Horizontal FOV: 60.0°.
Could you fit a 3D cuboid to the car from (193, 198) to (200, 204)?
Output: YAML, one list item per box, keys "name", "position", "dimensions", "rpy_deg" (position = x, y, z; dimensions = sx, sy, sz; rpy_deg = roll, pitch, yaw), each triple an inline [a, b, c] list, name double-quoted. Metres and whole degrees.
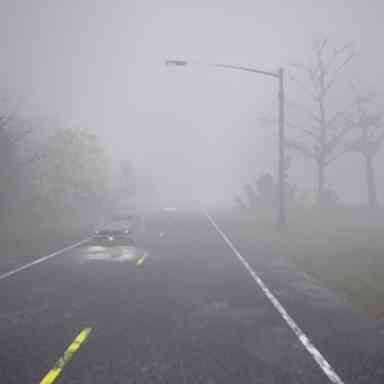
- name: "car"
  position: [1.062, 2.154, 81.056]
  dimensions: [1.801, 1.575, 5.366]
  rpy_deg: [0, 0, 0]

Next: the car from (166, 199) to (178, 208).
- name: "car"
  position: [-3.531, 2.030, 59.966]
  dimensions: [2.128, 1.511, 4.902]
  rpy_deg: [0, 0, 1]

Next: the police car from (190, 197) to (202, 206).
- name: "police car"
  position: [1.060, 2.048, 70.976]
  dimensions: [1.930, 1.638, 5.238]
  rpy_deg: [0, 0, 0]

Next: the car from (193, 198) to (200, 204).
- name: "car"
  position: [1.063, 2.266, 86.866]
  dimensions: [1.812, 1.442, 4.674]
  rpy_deg: [0, 0, 0]

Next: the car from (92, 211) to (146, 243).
- name: "car"
  position: [-3.597, 1.716, 17.431]
  dimensions: [2.033, 1.411, 5.357]
  rpy_deg: [0, -1, 0]
